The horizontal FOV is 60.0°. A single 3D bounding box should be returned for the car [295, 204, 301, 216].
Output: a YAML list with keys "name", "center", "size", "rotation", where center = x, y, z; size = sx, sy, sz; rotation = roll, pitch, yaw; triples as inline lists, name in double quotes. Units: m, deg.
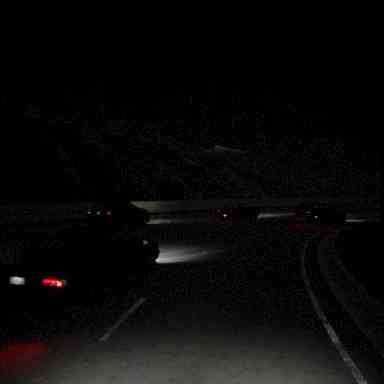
- name: "car"
  center: [11.830, 1.576, 32.174]
  size: [1.882, 1.535, 5.008]
  rotation: [0, 0, 44]

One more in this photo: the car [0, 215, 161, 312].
- name: "car"
  center: [-2.374, 1.535, 8.003]
  size: [2.033, 1.411, 5.357]
  rotation: [0, 0, 12]

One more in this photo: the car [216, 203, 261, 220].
- name: "car"
  center: [4.161, 1.644, 29.105]
  size: [1.895, 1.301, 4.718]
  rotation: [0, 0, 40]

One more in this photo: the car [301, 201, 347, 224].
- name: "car"
  center: [10.352, 1.610, 25.527]
  size: [1.812, 1.442, 4.674]
  rotation: [0, 0, 40]

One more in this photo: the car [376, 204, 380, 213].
- name: "car"
  center: [22.392, 1.700, 37.560]
  size: [4.674, 1.442, 1.812]
  rotation: [0, 0, -44]

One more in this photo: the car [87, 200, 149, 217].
- name: "car"
  center: [-4.763, 1.329, 22.107]
  size: [2.097, 1.767, 4.553]
  rotation: [0, 0, 26]
